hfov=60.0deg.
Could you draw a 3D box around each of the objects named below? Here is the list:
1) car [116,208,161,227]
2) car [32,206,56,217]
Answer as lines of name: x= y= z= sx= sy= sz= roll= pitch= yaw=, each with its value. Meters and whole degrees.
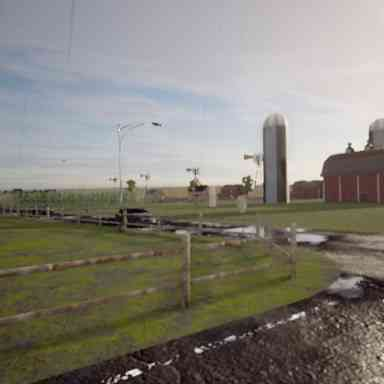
car: x=-4.519 y=2.024 z=27.286 sx=1.812 sy=1.442 sz=4.674 roll=-1 pitch=0 yaw=-44
car: x=-19.355 y=2.522 z=43.395 sx=1.994 sy=1.385 sz=4.181 roll=-1 pitch=0 yaw=-41
